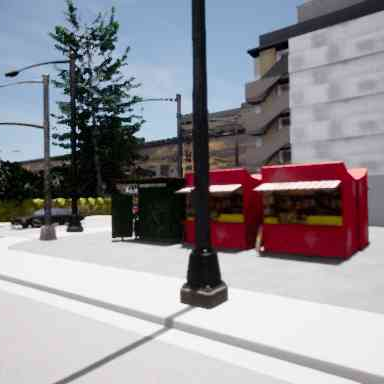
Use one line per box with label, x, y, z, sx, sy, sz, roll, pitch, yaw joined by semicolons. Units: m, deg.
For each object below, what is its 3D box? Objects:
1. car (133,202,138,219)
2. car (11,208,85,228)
car;-5.481;1.754;33.590;2.097;1.767;4.553;-2;-1;36
car;-11.015;1.951;25.946;2.033;1.411;5.357;-2;-1;36
